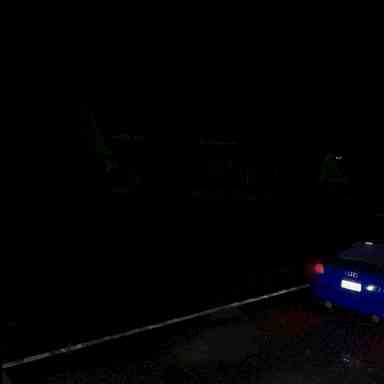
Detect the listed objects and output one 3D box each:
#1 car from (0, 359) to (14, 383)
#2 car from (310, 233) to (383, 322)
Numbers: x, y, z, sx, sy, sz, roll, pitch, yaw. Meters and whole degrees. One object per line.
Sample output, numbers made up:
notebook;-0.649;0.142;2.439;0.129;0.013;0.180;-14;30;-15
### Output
car;-3.339;1.601;1.368;4.718;1.301;1.895;0;0;-35
car;4.338;1.564;6.837;4.181;1.385;1.994;0;0;-36
